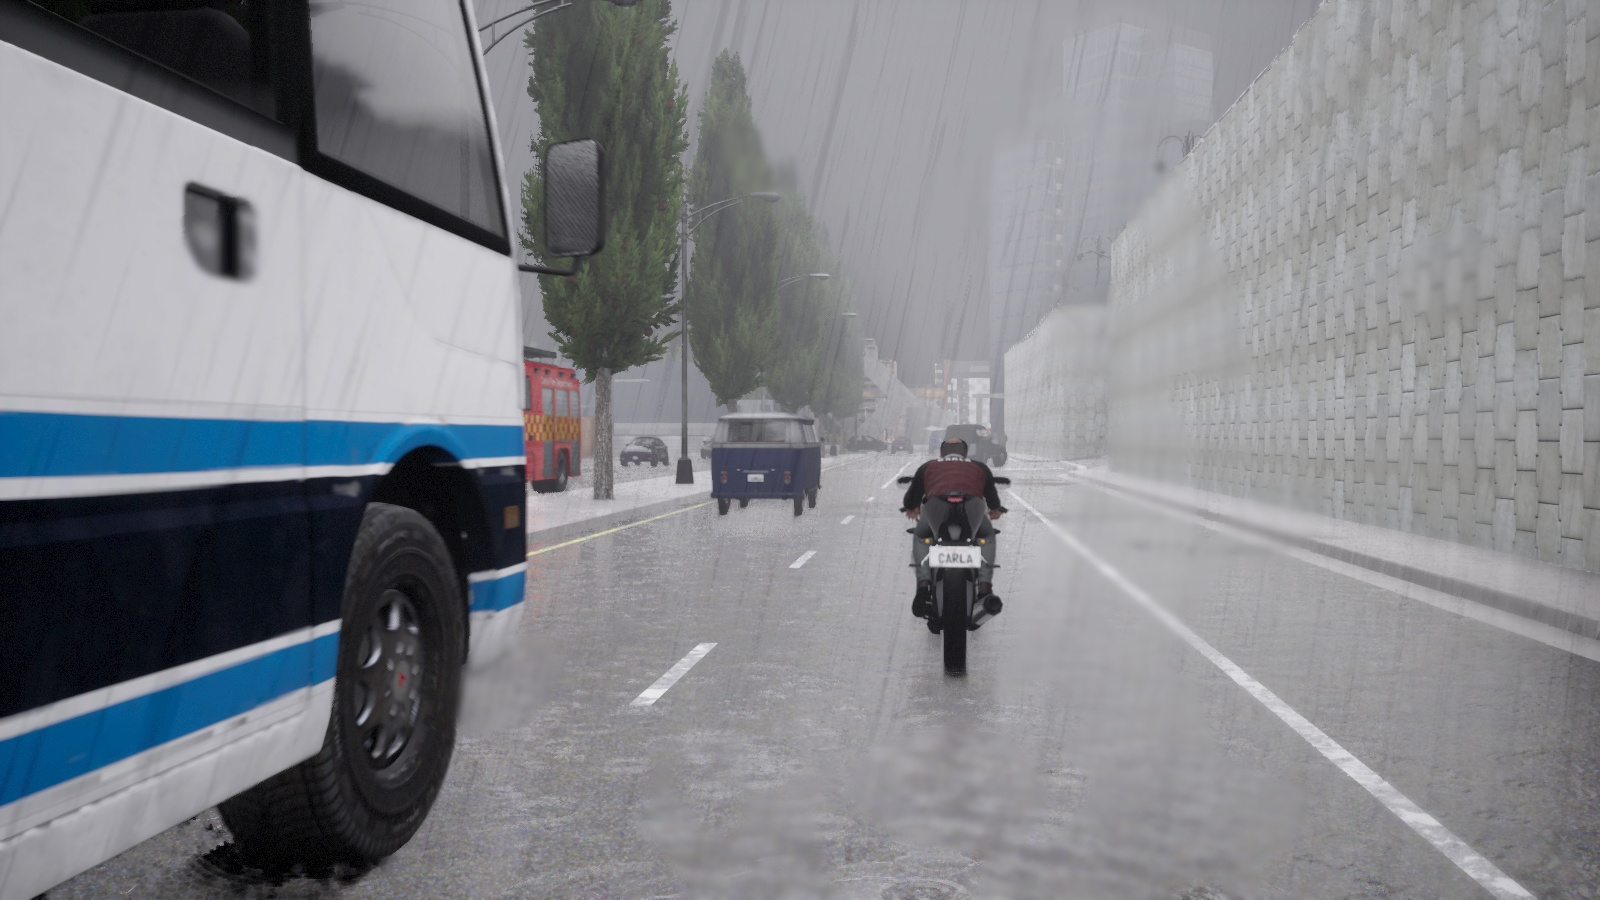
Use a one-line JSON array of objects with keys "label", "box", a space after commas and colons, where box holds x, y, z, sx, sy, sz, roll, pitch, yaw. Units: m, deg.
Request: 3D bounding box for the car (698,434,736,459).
[{"label": "car", "box": [-5.548, -0.268, 84.280, 1.851, 1.617, 3.988, 0, 1, 6]}]

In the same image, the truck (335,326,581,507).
[{"label": "truck", "box": [-8.012, -0.760, 30.886, 2.891, 3.827, 8.468, 0, 1, 7]}]

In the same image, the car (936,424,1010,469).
[{"label": "car", "box": [7.588, -0.165, 54.823, 1.905, 1.878, 3.866, -1, 0, 28]}]

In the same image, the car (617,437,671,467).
[{"label": "car", "box": [-7.870, 0.066, 63.592, 1.816, 1.474, 4.193, 0, 1, 6]}]

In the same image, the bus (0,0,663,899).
[{"label": "bus", "box": [-3.229, -0.651, 1.699, 3.944, 4.253, 10.273, 0, 1, 6]}]

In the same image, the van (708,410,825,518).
[{"label": "van", "box": [-0.580, 0.229, 25.386, 1.775, 1.987, 4.442, 0, 1, 6]}]

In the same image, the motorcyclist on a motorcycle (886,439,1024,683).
[{"label": "motorcyclist on a motorcycle", "box": [1.108, 0.690, 9.057, 0.866, 1.530, 2.191, 0, 1, 7]}]
